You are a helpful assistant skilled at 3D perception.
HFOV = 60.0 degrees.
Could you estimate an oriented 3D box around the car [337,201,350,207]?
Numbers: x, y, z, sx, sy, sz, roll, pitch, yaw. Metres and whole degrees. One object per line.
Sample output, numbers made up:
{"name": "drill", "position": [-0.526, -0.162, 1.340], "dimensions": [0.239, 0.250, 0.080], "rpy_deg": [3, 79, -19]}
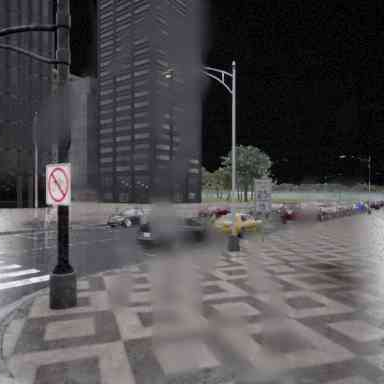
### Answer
{"name": "car", "position": [38.346, 3.038, 84.179], "dimensions": [2.008, 1.369, 4.403], "rpy_deg": [-1, -1, 35]}

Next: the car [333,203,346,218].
{"name": "car", "position": [15.800, 2.246, 37.874], "dimensions": [1.802, 1.307, 4.206], "rpy_deg": [-1, -2, 36]}

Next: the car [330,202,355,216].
{"name": "car", "position": [19.072, 2.304, 42.465], "dimensions": [1.887, 1.381, 4.507], "rpy_deg": [-1, -2, 35]}

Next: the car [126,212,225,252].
{"name": "car", "position": [-0.585, 1.775, 14.893], "dimensions": [1.947, 1.339, 4.313], "rpy_deg": [-1, -2, 35]}

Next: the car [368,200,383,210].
{"name": "car", "position": [35.455, 2.540, 65.447], "dimensions": [2.192, 1.841, 5.009], "rpy_deg": [-1, -2, 35]}

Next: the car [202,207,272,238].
{"name": "car", "position": [2.789, 1.824, 19.627], "dimensions": [1.752, 1.417, 4.829], "rpy_deg": [-1, -2, 35]}

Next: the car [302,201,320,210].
{"name": "car", "position": [21.963, 2.477, 61.206], "dimensions": [1.967, 1.590, 4.097], "rpy_deg": [-1, -2, 35]}

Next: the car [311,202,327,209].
{"name": "car", "position": [25.240, 2.673, 65.799], "dimensions": [1.887, 1.381, 4.507], "rpy_deg": [-1, -2, 35]}

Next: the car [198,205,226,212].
{"name": "car", "position": [2.307, 2.016, 33.634], "dimensions": [1.887, 1.381, 4.507], "rpy_deg": [-1, -2, 35]}

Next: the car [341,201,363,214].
{"name": "car", "position": [22.349, 2.295, 47.063], "dimensions": [1.967, 1.590, 4.097], "rpy_deg": [-1, -2, 35]}

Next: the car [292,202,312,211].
{"name": "car", "position": [18.687, 2.494, 56.609], "dimensions": [2.008, 1.369, 4.403], "rpy_deg": [-1, -2, 35]}

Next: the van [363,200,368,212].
{"name": "van", "position": [25.625, 2.290, 51.660], "dimensions": [1.690, 1.788, 3.998], "rpy_deg": [-1, -2, 35]}

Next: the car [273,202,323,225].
{"name": "car", "position": [9.242, 1.792, 28.685], "dimensions": [2.192, 1.841, 5.009], "rpy_deg": [-1, -2, 35]}

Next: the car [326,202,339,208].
{"name": "car", "position": [31.794, 2.892, 74.989], "dimensions": [1.802, 1.307, 4.206], "rpy_deg": [-1, -2, 35]}

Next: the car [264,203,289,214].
{"name": "car", "position": [12.134, 2.306, 47.418], "dimensions": [2.008, 1.369, 4.403], "rpy_deg": [-1, -2, 35]}

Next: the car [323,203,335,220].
{"name": "car", "position": [12.519, 2.114, 33.274], "dimensions": [1.887, 1.381, 4.507], "rpy_deg": [-1, -2, 35]}

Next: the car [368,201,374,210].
{"name": "car", "position": [28.903, 2.592, 56.251], "dimensions": [2.008, 1.369, 4.403], "rpy_deg": [-1, -2, 35]}

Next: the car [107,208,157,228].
{"name": "car", "position": [-4.245, 1.842, 24.443], "dimensions": [2.008, 1.369, 4.403], "rpy_deg": [-1, -1, 35]}

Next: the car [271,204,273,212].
{"name": "car", "position": [8.858, 2.210, 42.824], "dimensions": [2.008, 1.369, 4.403], "rpy_deg": [-1, -2, 35]}
